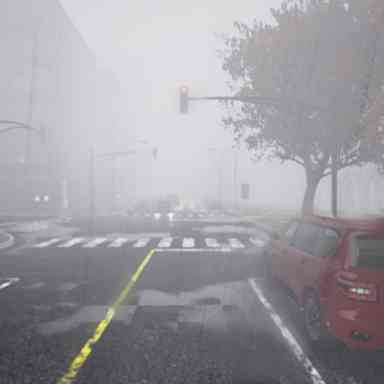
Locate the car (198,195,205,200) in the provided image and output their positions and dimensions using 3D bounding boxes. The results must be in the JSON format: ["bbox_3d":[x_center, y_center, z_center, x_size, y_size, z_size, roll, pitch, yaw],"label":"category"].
[{"bbox_3d":[2.647,1.650,93.880,2.008,1.369,4.403,0,0,0],"label":"car"}]

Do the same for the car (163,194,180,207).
[{"bbox_3d":[-3.024,1.274,50.801,2.150,2.045,5.566,0,0,0],"label":"car"}]

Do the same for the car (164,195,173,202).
[{"bbox_3d":[-5.728,1.518,82.811,1.967,1.590,4.097,0,0,0],"label":"car"}]

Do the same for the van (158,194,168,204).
[{"bbox_3d":[-5.720,1.393,66.214,1.690,1.788,3.998,0,0,0],"label":"van"}]

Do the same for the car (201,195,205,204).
[{"bbox_3d":[2.668,1.555,49.789,1.752,1.417,4.829,0,0,0],"label":"car"}]

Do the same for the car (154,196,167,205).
[{"bbox_3d":[-5.717,1.484,60.680,1.967,1.590,4.097,0,0,0],"label":"car"}]

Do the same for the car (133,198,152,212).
[{"bbox_3d":[-5.707,1.568,38.549,2.008,1.369,4.403,0,0,0],"label":"car"}]

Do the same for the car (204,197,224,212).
[{"bbox_3d":[2.674,1.562,38.553,1.887,1.381,4.507,0,0,0],"label":"car"}]

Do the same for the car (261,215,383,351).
[{"bbox_3d":[2.690,1.316,6.165,2.192,1.841,5.009,0,0,0],"label":"car"}]

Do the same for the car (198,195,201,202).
[{"bbox_3d":[2.660,1.634,66.216,1.802,1.307,4.206,0,0,0],"label":"car"}]

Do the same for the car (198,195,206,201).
[{"bbox_3d":[2.649,1.633,88.348,1.887,1.381,4.507,0,0,0],"label":"car"}]

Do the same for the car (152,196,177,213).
[{"bbox_3d":[-3.017,1.572,37.100,1.837,1.490,4.892,0,2,0],"label":"car"}]
